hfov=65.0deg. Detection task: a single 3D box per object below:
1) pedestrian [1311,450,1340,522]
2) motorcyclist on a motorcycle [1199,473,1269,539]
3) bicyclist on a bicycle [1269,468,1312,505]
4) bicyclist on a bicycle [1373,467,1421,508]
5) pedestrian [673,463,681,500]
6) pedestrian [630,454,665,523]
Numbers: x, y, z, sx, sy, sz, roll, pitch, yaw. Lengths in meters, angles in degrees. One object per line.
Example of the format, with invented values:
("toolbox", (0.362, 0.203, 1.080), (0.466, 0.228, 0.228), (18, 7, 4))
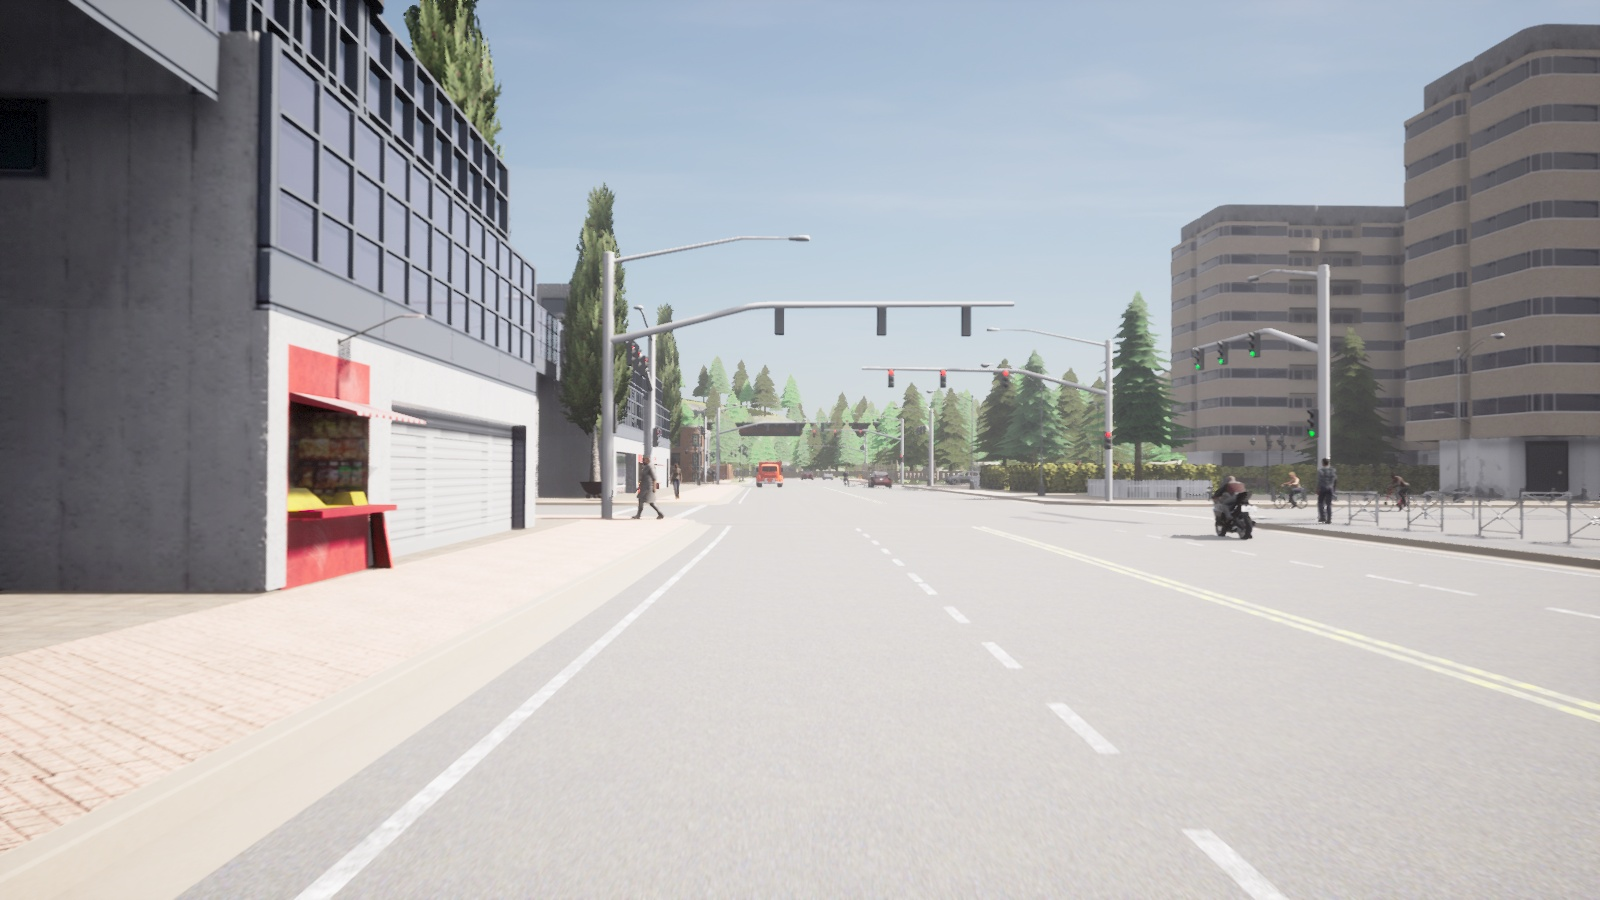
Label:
("pedestrian", (14.436, 0.993, 34.501), (0.423, 1.949, 0.788), (0, -1, -2))
("motorcyclist on a motorcycle", (10.382, 1.313, 30.136), (0.866, 1.530, 2.191), (0, -1, -1))
("bicyclist on a bicycle", (21.281, 1.578, 54.486), (1.509, 1.612, 0.866), (0, -1, -2))
("bicyclist on a bicycle", (24.282, 1.526, 51.085), (1.656, 1.620, 0.582), (0, -1, -2))
("pedestrian", (-5.922, 1.510, 60.513), (0.328, 1.805, 0.869), (0, -1, -2))
("pedestrian", (-4.383, 1.093, 35.967), (0.873, 1.952, 0.659), (0, -1, -19))
